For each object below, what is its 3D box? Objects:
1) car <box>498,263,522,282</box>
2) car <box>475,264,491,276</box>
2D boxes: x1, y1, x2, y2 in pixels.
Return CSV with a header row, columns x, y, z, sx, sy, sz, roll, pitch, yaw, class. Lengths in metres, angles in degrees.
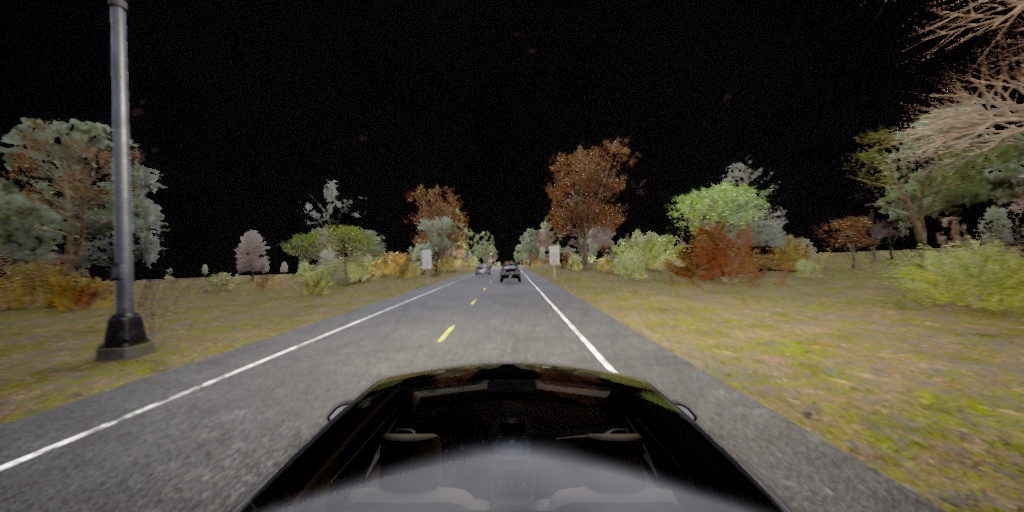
x,y,z,sx,sy,sz,roll,pitch,yaw,class
-0.136,1.503,32.054,1.837,1.490,4.892,-2,-1,0,car
-3.709,1.786,46.805,2.128,1.511,4.902,-2,-1,0,car
